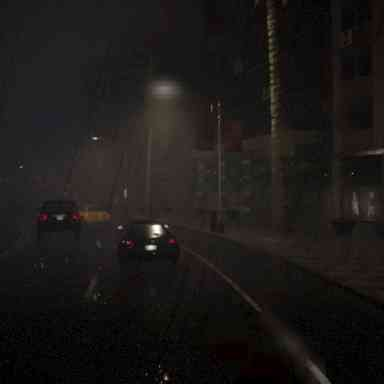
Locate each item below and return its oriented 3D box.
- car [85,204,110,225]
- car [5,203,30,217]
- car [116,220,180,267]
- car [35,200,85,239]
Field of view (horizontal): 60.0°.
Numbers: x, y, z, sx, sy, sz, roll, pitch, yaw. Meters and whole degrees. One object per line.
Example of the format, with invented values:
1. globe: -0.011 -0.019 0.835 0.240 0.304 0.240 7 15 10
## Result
1. car: -8.209 1.769 26.954 1.801 1.575 5.366 0 -1 -32
2. car: -19.365 1.934 36.845 1.882 1.535 5.008 0 -1 -37
3. car: -1.731 1.698 12.127 1.994 1.385 4.181 0 -1 -14
4. car: -7.710 1.452 19.157 2.150 2.045 5.566 0 -1 -24
